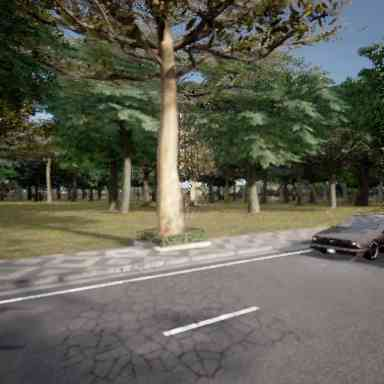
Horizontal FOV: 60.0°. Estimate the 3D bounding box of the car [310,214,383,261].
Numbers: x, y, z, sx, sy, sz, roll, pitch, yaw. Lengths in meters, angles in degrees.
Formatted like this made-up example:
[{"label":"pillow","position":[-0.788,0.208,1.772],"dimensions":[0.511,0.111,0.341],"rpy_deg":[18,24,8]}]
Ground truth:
[{"label":"car","position":[6.746,1.545,12.487],"dimensions":[5.357,1.411,2.033],"rpy_deg":[0,0,-35]}]
